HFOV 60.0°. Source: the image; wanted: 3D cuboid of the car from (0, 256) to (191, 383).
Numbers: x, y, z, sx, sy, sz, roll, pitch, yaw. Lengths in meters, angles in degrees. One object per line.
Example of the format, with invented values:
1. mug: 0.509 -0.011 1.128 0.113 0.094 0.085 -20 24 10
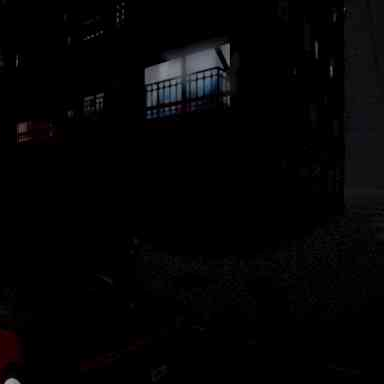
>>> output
1. car: -2.121 1.541 4.390 4.507 1.381 1.887 0 0 36

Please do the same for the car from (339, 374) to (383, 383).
1. car: 2.467 1.567 1.116 4.313 1.339 1.947 0 0 36
